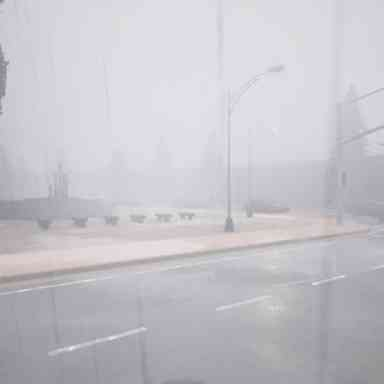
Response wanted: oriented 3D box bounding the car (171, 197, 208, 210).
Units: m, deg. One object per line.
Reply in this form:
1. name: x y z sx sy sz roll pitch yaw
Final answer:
1. car: -0.053 1.500 43.284 4.892 1.490 1.837 0 0 42

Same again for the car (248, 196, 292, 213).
1. car: 8.899 1.347 38.276 2.097 1.767 4.553 0 0 -38

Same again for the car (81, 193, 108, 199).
1. car: -18.646 1.218 63.939 5.566 2.045 2.150 0 0 10

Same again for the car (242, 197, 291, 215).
1. car: 7.533 1.544 34.435 2.033 1.411 5.357 0 0 -36

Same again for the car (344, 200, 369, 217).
1. car: 15.870 1.500 29.002 1.837 1.490 4.892 0 0 -38

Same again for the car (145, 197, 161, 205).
1. car: -7.832 1.559 60.699 4.181 1.385 1.994 0 0 24

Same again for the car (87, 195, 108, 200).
1. car: -14.656 1.628 55.940 4.718 1.301 1.895 0 0 17

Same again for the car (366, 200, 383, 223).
1. car: 15.331 1.521 23.532 1.812 1.442 4.674 0 0 -35

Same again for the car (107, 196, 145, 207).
1. car: -9.968 1.598 50.128 4.718 1.301 1.895 0 0 26

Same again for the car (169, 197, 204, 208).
1. car: -0.845 1.473 48.500 5.008 1.535 1.882 0 0 37
